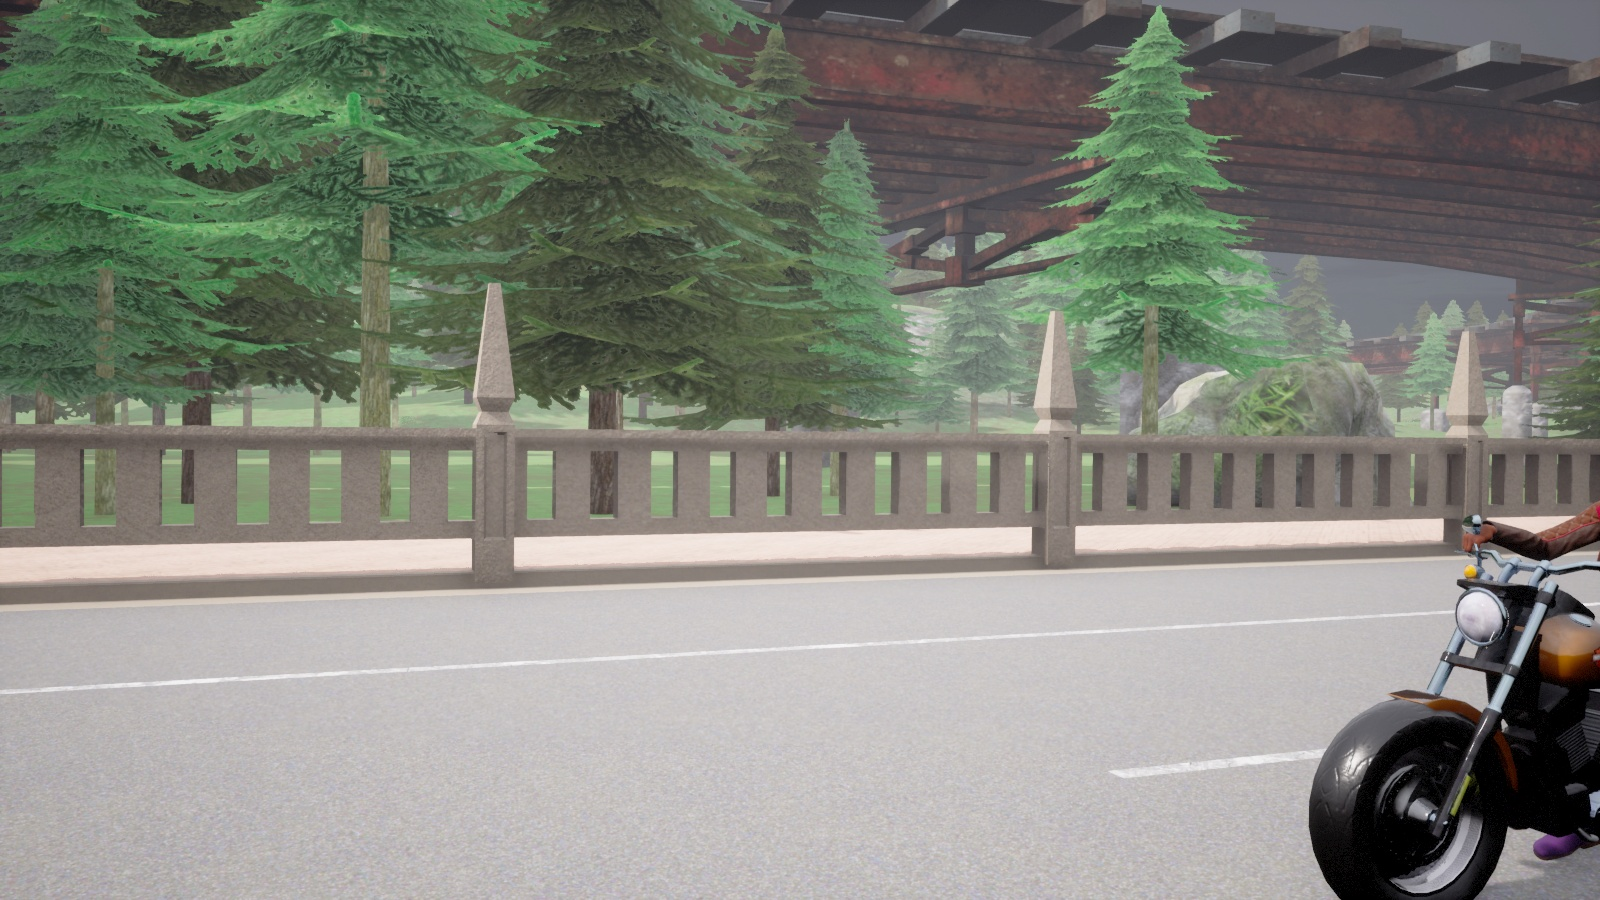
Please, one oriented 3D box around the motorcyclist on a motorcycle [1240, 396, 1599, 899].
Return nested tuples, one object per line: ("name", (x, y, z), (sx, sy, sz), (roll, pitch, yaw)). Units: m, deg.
("motorcyclist on a motorcycle", (2.716, 0.650, 4.271), (2.350, 1.649, 0.766), (-1, 1, -21))
